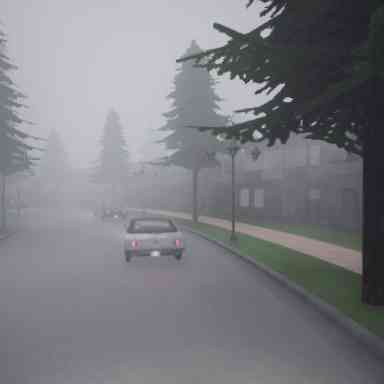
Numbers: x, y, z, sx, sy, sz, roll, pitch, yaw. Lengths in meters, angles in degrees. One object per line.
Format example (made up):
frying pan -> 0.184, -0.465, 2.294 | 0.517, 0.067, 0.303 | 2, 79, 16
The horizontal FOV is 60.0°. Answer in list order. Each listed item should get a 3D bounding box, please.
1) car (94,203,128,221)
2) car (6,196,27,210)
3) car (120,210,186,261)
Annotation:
car -> -6.586, 1.527, 26.684 | 1.895, 1.301, 4.718 | 0, 0, -26
car -> -22.953, 1.281, 42.653 | 4.553, 1.767, 2.097 | 0, 0, 41
car -> -1.552, 1.562, 12.176 | 1.895, 1.301, 4.718 | 0, 0, -12
